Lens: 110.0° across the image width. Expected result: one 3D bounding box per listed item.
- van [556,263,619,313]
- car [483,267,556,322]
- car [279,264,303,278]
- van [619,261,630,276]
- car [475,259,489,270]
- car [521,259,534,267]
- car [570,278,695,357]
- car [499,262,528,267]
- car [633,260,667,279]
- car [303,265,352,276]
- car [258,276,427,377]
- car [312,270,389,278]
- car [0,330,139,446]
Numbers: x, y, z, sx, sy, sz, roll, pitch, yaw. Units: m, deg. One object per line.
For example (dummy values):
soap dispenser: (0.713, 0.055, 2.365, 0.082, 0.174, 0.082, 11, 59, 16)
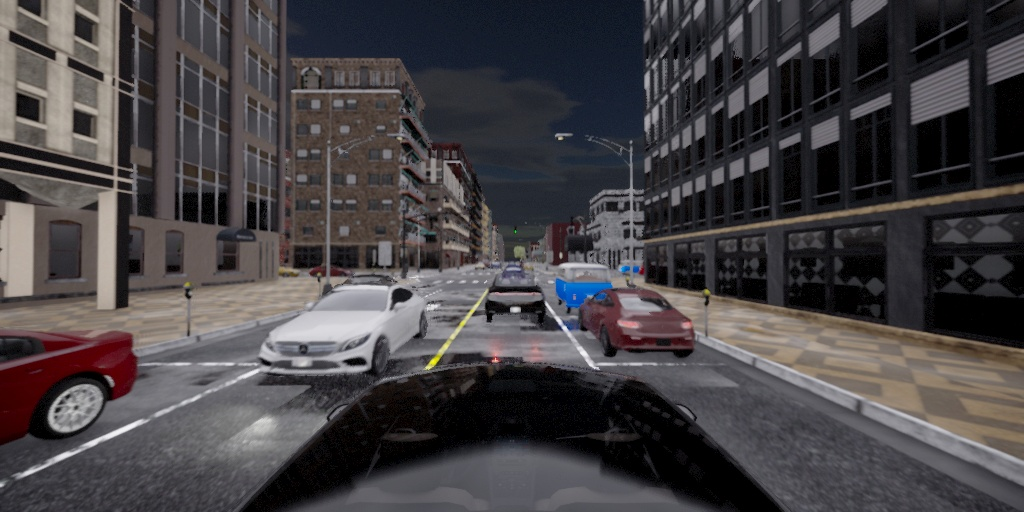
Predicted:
van: (2.658, 1.178, 14.057, 1.690, 1.789, 3.998, 0, 0, 0)
car: (0.102, 1.318, 12.580, 2.128, 1.511, 4.902, 0, 0, 0)
car: (-22.957, 1.446, 34.853, 4.829, 1.417, 1.751, 0, 0, 0)
van: (14.900, 1.464, 43.320, 3.998, 1.789, 1.690, 0, 0, 0)
car: (-5.686, 1.753, 64.211, 1.751, 1.417, 4.829, 0, 0, 0)
car: (2.695, 1.708, 59.012, 1.751, 1.417, 4.829, 0, 0, 0)
car: (2.658, 1.379, 8.369, 1.802, 1.307, 4.207, 0, 0, 0)
car: (0.103, 1.467, 28.822, 1.812, 1.442, 4.674, 0, 0, 0)
car: (14.922, 1.339, 34.940, 5.009, 1.841, 2.192, 0, 0, 0)
car: (-17.464, 1.514, 34.866, 4.207, 1.307, 1.802, 0, 0, 0)
car: (-3.097, 1.317, 7.622, 1.812, 1.442, 4.674, 0, 0, 0)
car: (-5.689, 1.403, 14.084, 1.948, 1.339, 4.313, 0, 0, 0)
car: (-5.690, 1.302, 2.707, 1.888, 1.381, 4.507, 0, 0, 0)
